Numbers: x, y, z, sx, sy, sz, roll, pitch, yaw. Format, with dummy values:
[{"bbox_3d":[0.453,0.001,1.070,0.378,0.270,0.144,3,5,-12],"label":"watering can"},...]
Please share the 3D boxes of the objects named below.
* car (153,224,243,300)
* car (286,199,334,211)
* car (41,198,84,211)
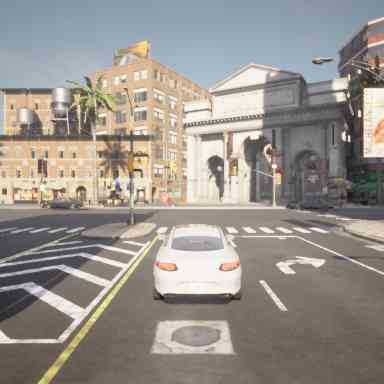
[{"bbox_3d":[0.108,1.526,8.276,1.812,1.442,4.674,0,0,0],"label":"car"},{"bbox_3d":[14.312,1.547,40.442,5.357,1.411,2.033,0,0,1],"label":"car"},{"bbox_3d":[-15.828,1.491,40.737,4.902,1.511,2.128,0,0,1],"label":"car"}]
